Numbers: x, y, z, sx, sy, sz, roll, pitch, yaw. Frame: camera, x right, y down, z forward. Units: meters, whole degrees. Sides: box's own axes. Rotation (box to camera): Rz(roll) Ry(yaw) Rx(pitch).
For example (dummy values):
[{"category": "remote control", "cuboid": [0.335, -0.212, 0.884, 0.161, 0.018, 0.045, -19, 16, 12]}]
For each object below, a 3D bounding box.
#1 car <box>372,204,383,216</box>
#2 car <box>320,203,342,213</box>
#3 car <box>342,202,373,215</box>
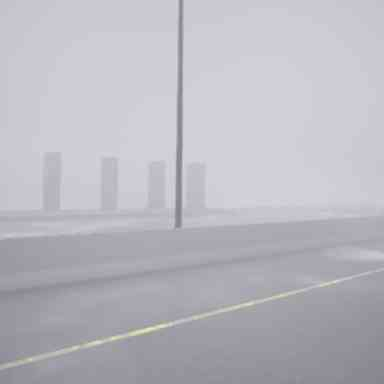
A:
[{"category": "car", "cuboid": [23.449, 2.144, 38.844, 4.718, 1.301, 1.895, 1, -1, -37]}, {"category": "car", "cuboid": [18.921, 2.100, 44.191, 4.181, 1.385, 1.994, 1, -1, -37]}, {"category": "car", "cuboid": [21.329, 2.046, 41.622, 4.892, 1.490, 1.837, 1, 0, -37]}]
